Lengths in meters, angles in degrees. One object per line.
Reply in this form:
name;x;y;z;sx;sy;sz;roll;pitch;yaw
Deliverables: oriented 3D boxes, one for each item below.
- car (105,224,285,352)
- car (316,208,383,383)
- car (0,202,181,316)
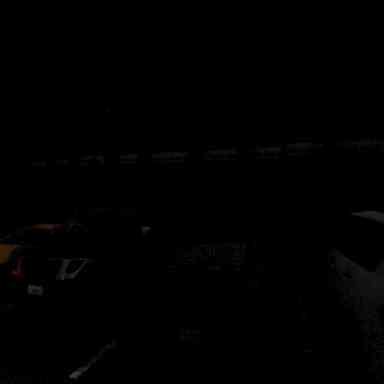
car;0.637;1.524;6.396;2.231;1.521;4.892;-1;-1;16
car;3.121;1.236;4.682;2.435;2.045;5.566;-1;-1;15
car;-1.824;1.307;8.129;2.435;2.045;5.566;0;-1;16
